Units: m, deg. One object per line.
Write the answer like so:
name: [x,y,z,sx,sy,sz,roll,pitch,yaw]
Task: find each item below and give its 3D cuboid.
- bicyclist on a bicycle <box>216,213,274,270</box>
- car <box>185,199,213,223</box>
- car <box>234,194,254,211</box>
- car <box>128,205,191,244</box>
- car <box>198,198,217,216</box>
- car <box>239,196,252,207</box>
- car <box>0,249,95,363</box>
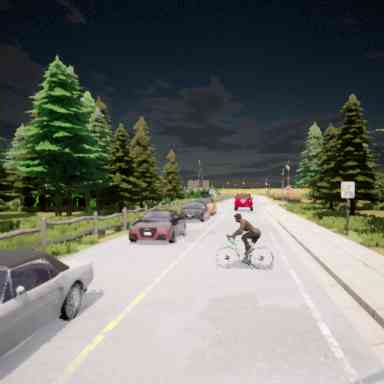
bicyclist on a bicycle: [1.499,1.440,9.567,1.656,1.620,0.582,-1,0,9]
car: [0.242,1.501,25.992,1.837,1.490,4.892,0,0,10]
car: [6.286,1.203,40.281,2.150,2.045,5.566,0,0,10]
car: [-1.526,1.560,15.865,1.994,1.385,4.181,0,0,10]
car: [1.211,1.343,32.358,2.097,1.767,4.553,0,0,9]
car: [8.176,1.457,50.520,1.882,1.535,5.008,0,0,11]
car: [-3.112,1.600,4.639,1.895,1.301,4.718,0,0,5]
